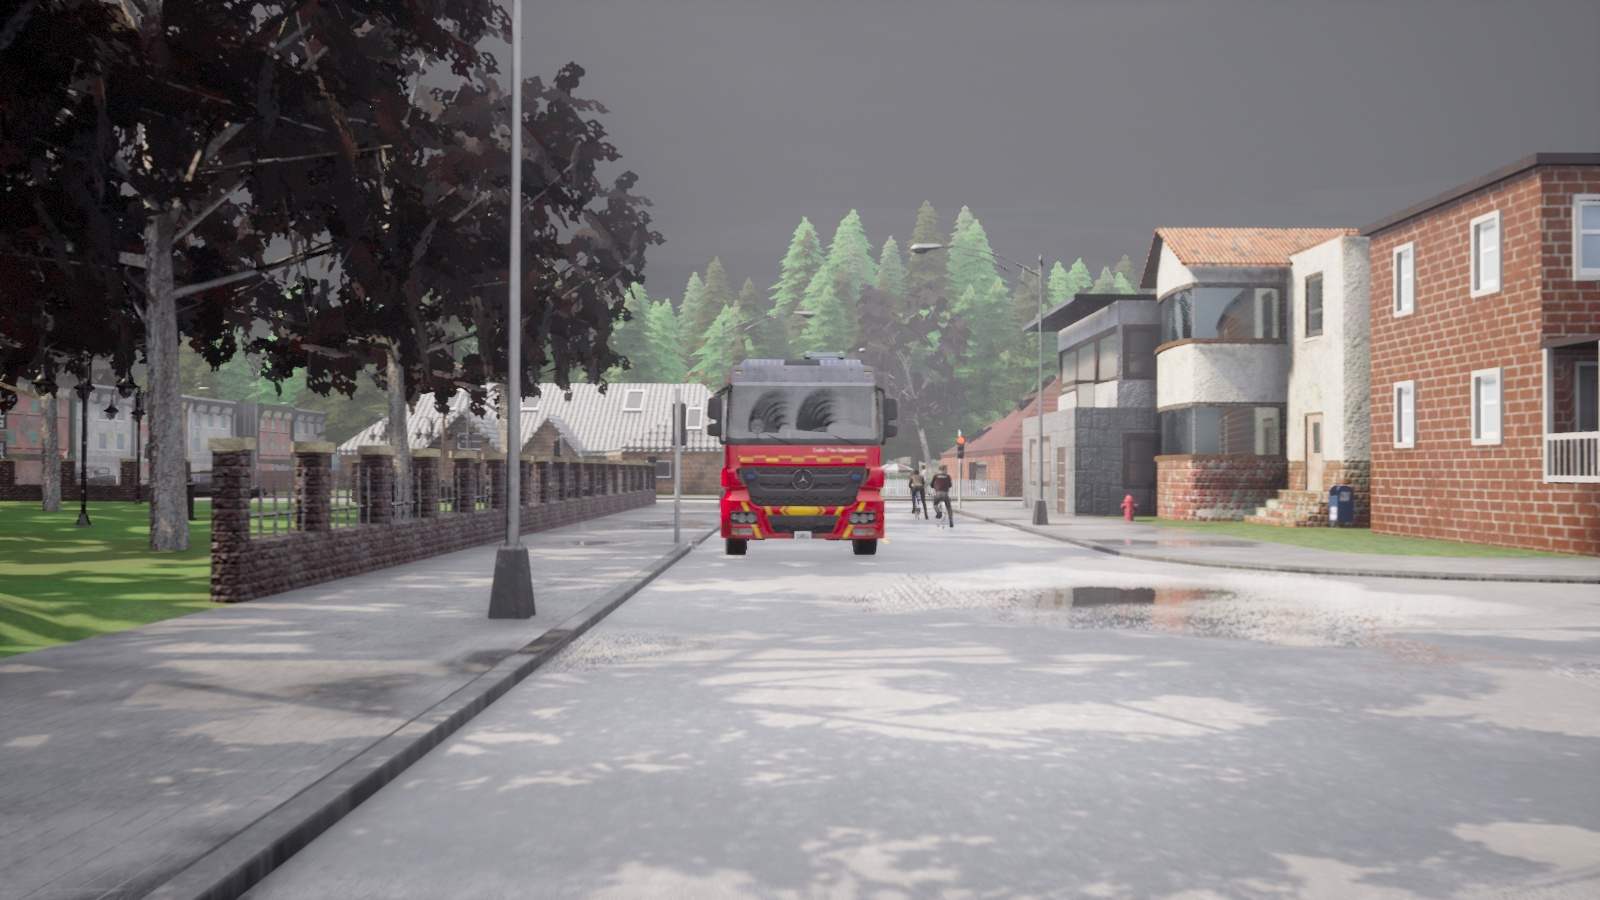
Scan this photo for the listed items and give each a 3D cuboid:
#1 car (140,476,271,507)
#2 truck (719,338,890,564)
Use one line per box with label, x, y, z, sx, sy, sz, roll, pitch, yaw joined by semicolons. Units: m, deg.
car;-28.787;1.997;60.925;5.357;1.411;2.033;0;-1;-2
truck;-0.034;0.078;25.556;2.891;3.827;8.468;0;-1;-1
